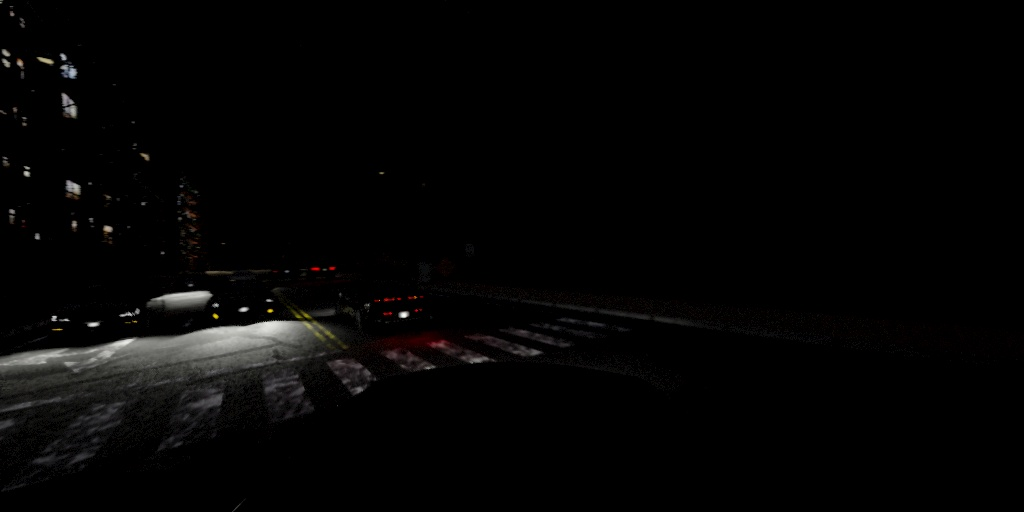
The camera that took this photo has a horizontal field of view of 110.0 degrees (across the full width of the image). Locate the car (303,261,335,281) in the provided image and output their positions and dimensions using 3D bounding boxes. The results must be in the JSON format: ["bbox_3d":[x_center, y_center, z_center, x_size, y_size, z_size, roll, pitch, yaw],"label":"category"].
[{"bbox_3d":[-20.522,1.529,38.419,2.150,2.045,5.566,-2,0,-36],"label":"car"}]

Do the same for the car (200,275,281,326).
[{"bbox_3d":[-9.977,1.602,13.326,1.994,1.385,4.181,-2,0,-37],"label":"car"}]

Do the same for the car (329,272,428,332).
[{"bbox_3d":[-4.323,1.359,11.546,1.837,1.490,4.892,-1,0,-36],"label":"car"}]

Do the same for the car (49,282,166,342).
[{"bbox_3d":[-12.755,1.641,11.613,1.837,1.490,4.892,-2,0,-37],"label":"car"}]

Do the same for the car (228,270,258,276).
[{"bbox_3d":[-22.714,1.933,30.325,1.812,1.442,4.674,-2,0,-37],"label":"car"}]

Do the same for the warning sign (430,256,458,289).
[{"bbox_3d":[-3.823,0.924,20.889,1.300,1.860,1.060,0,0,-37],"label":"warning sign"}]

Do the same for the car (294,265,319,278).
[{"bbox_3d":[-26.850,1.981,46.799,2.128,1.511,4.902,-2,0,-37],"label":"car"}]

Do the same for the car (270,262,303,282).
[{"bbox_3d":[-23.227,1.625,36.616,2.150,2.045,5.566,-2,0,-36],"label":"car"}]

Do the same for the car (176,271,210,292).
[{"bbox_3d":[-26.114,2.015,29.452,2.128,1.511,4.902,-2,0,-37],"label":"car"}]
